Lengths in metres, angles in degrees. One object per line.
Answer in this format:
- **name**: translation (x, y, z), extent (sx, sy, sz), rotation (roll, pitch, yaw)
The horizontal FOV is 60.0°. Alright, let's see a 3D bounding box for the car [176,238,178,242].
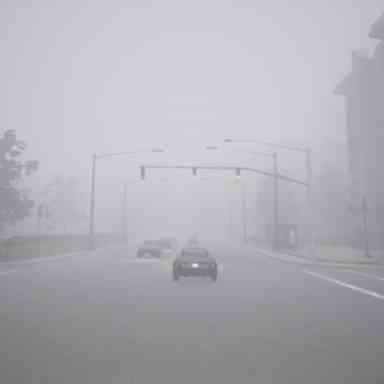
- **car**: translation (-3.406, 8.029, 55.205), extent (1.895, 1.301, 4.718), rotation (0, -7, 1)

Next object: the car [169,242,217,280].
- **car**: translation (0.136, 3.324, 16.043), extent (1.994, 1.385, 4.181), rotation (0, -7, 0)

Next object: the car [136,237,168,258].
- **car**: translation (-3.521, 4.855, 28.923), extent (2.033, 1.411, 5.357), rotation (0, -7, 0)

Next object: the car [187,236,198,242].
- **car**: translation (0.112, 7.810, 53.763), extent (2.033, 1.411, 5.357), rotation (0, -7, 0)

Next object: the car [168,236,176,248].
- **car**: translation (-3.472, 6.291, 40.883), extent (1.994, 1.385, 4.181), rotation (0, -7, 1)
